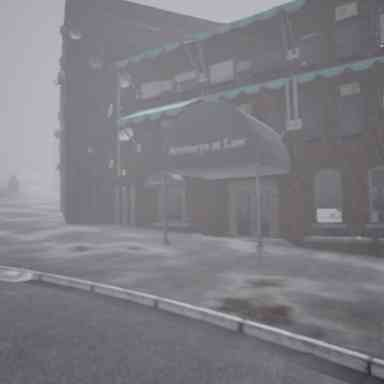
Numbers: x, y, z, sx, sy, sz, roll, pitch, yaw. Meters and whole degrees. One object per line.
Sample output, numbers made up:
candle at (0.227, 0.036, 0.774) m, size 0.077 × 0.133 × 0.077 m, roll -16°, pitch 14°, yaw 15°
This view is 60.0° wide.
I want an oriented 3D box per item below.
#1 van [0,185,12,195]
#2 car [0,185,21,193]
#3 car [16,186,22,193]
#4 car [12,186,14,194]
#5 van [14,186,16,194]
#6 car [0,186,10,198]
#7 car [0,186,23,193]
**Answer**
van at (-36.129, -0.233, 60.934) m, size 4.442 × 1.987 × 1.878 m, roll 0°, pitch 2°, yaw -40°
car at (-41.482, -0.673, 75.154) m, size 4.553 × 1.767 × 2.185 m, roll 0°, pitch 2°, yaw -40°
car at (-39.251, -0.335, 69.551) m, size 5.366 × 1.575 × 1.946 m, roll 0°, pitch 2°, yaw -40°
car at (-37.300, -0.242, 63.695) m, size 4.553 × 1.767 × 2.185 m, roll 0°, pitch 2°, yaw -40°
van at (-38.414, -0.450, 66.485) m, size 4.442 × 1.987 × 1.878 m, roll 0°, pitch 2°, yaw -40°
car at (-35.169, 0.101, 58.003) m, size 4.892 × 1.521 × 2.231 m, roll 0°, pitch 2°, yaw -40°
car at (-42.590, -0.654, 77.992) m, size 4.892 × 1.521 × 2.231 m, roll 0°, pitch 2°, yaw -41°
